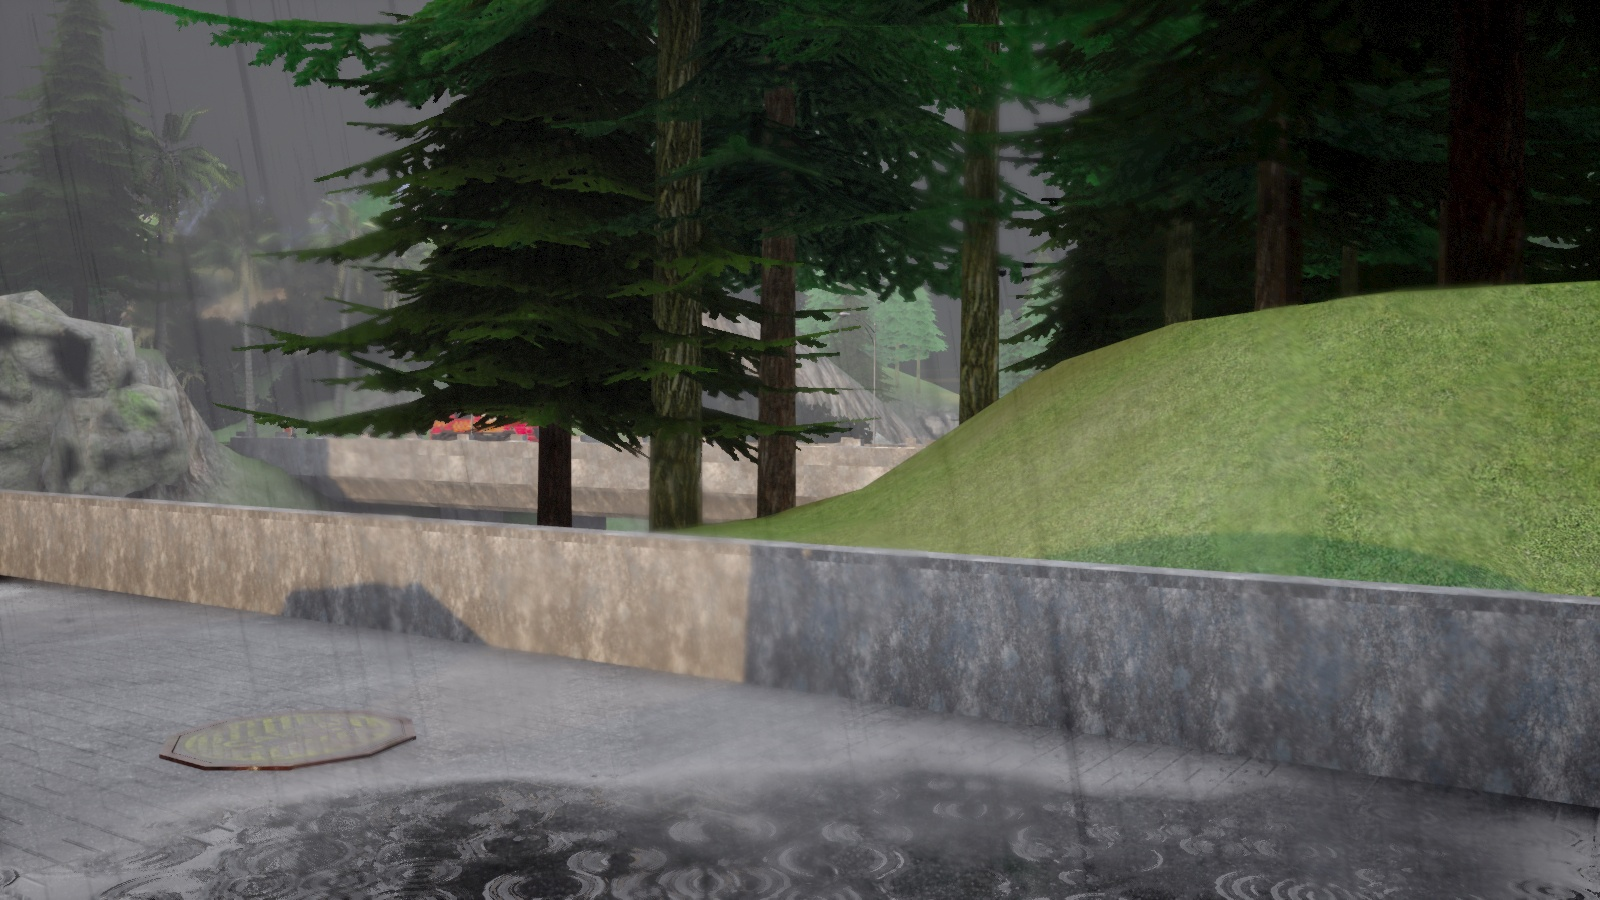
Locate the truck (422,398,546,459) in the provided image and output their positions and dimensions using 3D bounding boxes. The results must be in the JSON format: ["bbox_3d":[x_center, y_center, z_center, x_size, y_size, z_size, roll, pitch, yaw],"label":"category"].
[{"bbox_3d":[-20.755,-1.368,82.185,8.468,3.827,2.891,0,1,34],"label":"truck"}]

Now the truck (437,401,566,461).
[{"bbox_3d":[-17.998,-1.119,75.564,7.936,3.462,2.891,0,1,34],"label":"truck"}]
